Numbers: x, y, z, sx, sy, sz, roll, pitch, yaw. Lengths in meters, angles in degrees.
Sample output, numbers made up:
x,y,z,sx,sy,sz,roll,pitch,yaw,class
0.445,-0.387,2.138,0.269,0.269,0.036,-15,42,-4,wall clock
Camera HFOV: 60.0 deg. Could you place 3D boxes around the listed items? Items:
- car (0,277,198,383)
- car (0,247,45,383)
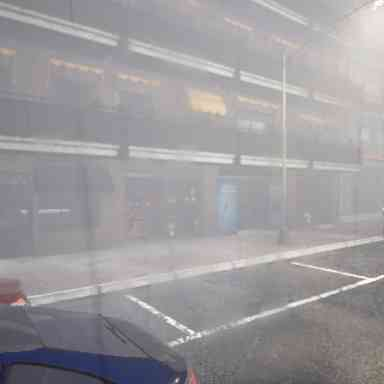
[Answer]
x,y,z,sx,sy,sz,roll,pitch,yaw,class
-1.932,1.567,1.988,4.181,1.385,1.994,0,0,-35,car
-4.074,1.591,3.650,4.206,1.307,1.802,0,1,-36,car
